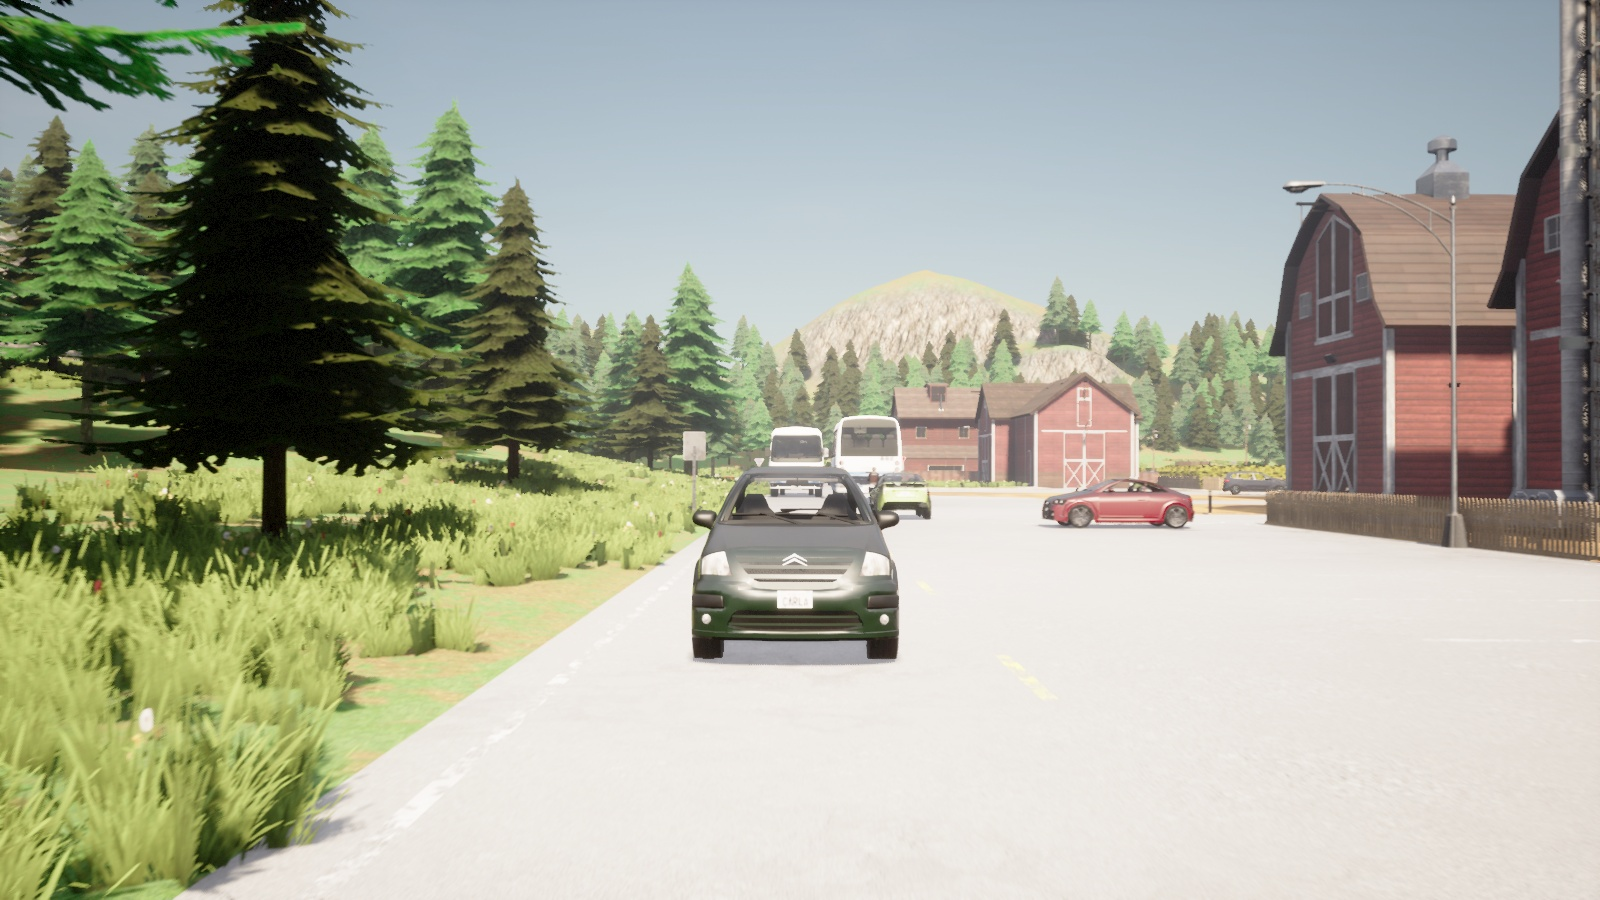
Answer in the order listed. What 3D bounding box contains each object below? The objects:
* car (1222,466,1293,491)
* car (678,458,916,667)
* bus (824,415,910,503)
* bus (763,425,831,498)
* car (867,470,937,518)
[{"bbox_3d":[32.048,1.993,88.040,4.611,1.667,2.242,0,-1,19],"label":"car"},{"bbox_3d":[-0.029,0.910,11.778,1.851,1.617,3.988,0,-1,0],"label":"car"},{"bbox_3d":[3.335,0.530,66.032,3.944,4.253,10.273,0,-1,0],"label":"bus"},{"bbox_3d":[-0.195,0.748,78.209,3.944,4.253,10.273,0,-1,0],"label":"bus"},{"bbox_3d":[3.397,1.462,42.675,2.007,1.525,4.514,0,-1,0],"label":"car"}]
